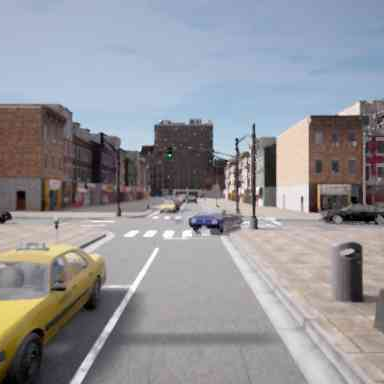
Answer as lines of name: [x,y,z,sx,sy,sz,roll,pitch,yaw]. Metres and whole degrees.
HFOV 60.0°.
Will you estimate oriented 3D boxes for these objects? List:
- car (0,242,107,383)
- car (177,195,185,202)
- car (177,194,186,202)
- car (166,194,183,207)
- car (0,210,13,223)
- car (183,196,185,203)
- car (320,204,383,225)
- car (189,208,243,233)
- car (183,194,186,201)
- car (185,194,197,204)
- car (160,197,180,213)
car: [-2.632,1.529,5.247,1.752,1.417,4.829,0,0,0]
car: [-2.624,1.621,80.927,1.967,1.590,4.097,0,0,0]
car: [-2.623,1.512,86.371,2.192,1.841,5.009,0,0,0]
car: [-2.628,1.380,42.818,2.192,1.841,5.009,0,0,0]
car: [-14.534,1.485,22.508,4.181,1.385,1.994,0,0,0]
car: [-2.628,1.645,53.706,2.008,1.369,4.403,0,0,0]
car: [12.455,1.663,25.592,5.008,1.535,1.882,1,0,0]
car: [1.596,1.629,19.959,1.895,1.301,4.718,0,0,25]
car: [-2.627,1.653,64.424,1.752,1.417,4.829,0,0,0]
car: [0.009,1.492,67.905,2.097,1.767,4.553,0,0,0]
car: [-2.629,1.578,37.204,1.752,1.417,4.829,0,0,0]
